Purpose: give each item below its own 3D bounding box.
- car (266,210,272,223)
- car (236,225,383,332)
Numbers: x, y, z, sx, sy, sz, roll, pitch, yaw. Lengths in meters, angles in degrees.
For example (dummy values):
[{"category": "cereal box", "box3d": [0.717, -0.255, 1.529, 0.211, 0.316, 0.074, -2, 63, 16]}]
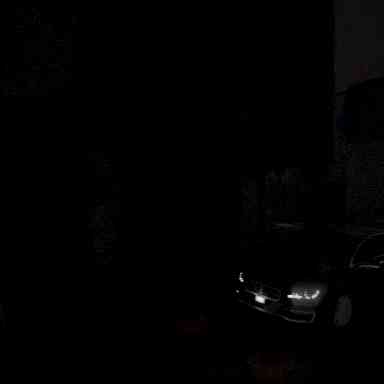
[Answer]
[{"category": "car", "box3d": [3.752, 1.478, 25.036, 1.882, 1.535, 5.008, 0, 0, -36]}, {"category": "car", "box3d": [3.040, 1.504, 6.929, 4.892, 1.490, 1.837, 0, 1, -38]}]
